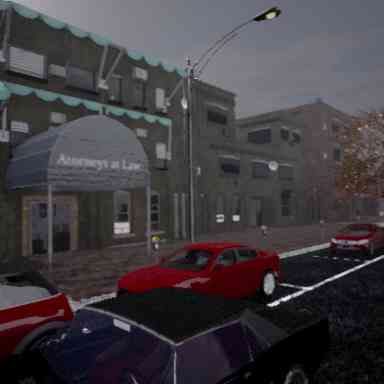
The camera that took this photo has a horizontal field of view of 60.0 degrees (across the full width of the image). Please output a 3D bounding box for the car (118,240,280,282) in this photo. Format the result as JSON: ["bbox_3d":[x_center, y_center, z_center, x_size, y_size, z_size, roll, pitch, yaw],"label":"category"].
[{"bbox_3d":[0.375,1.868,7.752,1.887,1.381,4.507,-4,-4,44],"label":"car"}]

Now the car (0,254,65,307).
[{"bbox_3d":[-3.461,1.650,3.748,1.967,1.590,4.097,-4,-4,44],"label":"car"}]

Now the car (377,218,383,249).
[{"bbox_3d":[9.724,1.664,13.654,2.150,2.045,5.566,-3,-3,44],"label":"car"}]

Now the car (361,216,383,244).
[{"bbox_3d":[11.874,2.217,19.781,2.008,1.369,4.403,-4,-4,44],"label":"car"}]

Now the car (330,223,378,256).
[{"bbox_3d":[8.042,2.134,15.770,1.802,1.307,4.206,-4,-4,44],"label":"car"}]

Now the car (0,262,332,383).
[{"bbox_3d":[-0.528,1.745,3.054,1.895,1.301,4.718,-3,-3,44],"label":"car"}]
